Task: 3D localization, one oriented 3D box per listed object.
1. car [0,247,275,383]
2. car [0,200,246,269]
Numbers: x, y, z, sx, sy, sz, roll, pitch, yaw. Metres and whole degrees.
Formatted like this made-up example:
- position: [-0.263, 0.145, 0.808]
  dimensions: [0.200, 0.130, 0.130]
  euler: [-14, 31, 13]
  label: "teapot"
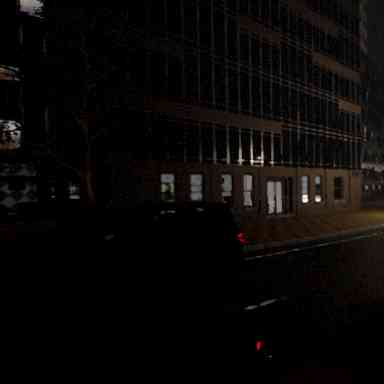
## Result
- position: [-1.726, 1.552, 2.492]
  dimensions: [5.357, 1.411, 2.033]
  euler: [0, 0, -36]
  label: "car"
- position: [-1.343, 1.222, 6.811]
  dimensions: [5.566, 2.045, 2.150]
  euler: [0, 0, -37]
  label: "car"
